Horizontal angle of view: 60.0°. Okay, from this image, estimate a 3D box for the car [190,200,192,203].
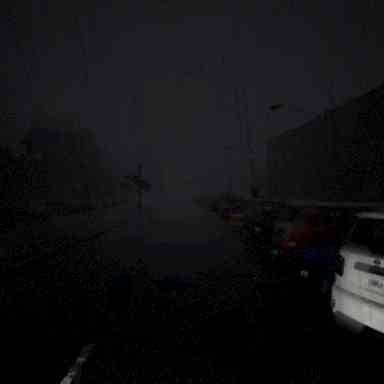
[{"bbox_3d":[2.720,1.616,65.312,4.553,1.767,2.185,1,0,-25],"label":"car"}]

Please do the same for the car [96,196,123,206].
[{"bbox_3d":[-15.381,1.655,62.139,4.553,1.767,2.185,-1,0,-25],"label":"car"}]

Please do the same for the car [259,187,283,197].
[{"bbox_3d":[19.881,-0.042,83.999,2.435,2.045,5.566,-7,4,-30],"label":"car"}]

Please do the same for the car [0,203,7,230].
[{"bbox_3d":[-13.283,1.576,17.807,5.366,1.575,1.946,-1,-1,-20],"label":"car"}]

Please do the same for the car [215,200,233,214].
[{"bbox_3d":[4.671,1.591,26.085,4.892,1.521,2.231,1,-1,-21],"label":"car"}]

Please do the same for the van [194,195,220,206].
[{"bbox_3d":[2.849,1.502,62.240,4.442,1.987,1.878,1,0,-25],"label":"van"}]

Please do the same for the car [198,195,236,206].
[{"bbox_3d":[4.119,1.407,44.189,5.566,2.045,2.435,1,0,-23],"label":"car"}]

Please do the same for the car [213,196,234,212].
[{"bbox_3d":[4.612,1.476,29.105,4.553,1.767,2.185,1,-1,-21],"label":"car"}]

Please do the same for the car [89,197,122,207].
[{"bbox_3d":[-15.328,1.767,59.098,5.366,1.575,1.946,-1,0,-24],"label":"car"}]

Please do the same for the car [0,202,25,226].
[{"bbox_3d":[-13.469,1.595,20.707,4.892,1.521,2.231,-1,0,-20],"label":"car"}]

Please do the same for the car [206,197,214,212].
[{"bbox_3d":[4.486,1.624,35.150,5.008,1.535,2.097,1,-1,-22],"label":"car"}]

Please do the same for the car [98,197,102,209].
[{"bbox_3d":[-14.051,1.562,41.437,4.553,1.767,2.185,-1,-1,-22],"label":"car"}]

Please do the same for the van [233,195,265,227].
[{"bbox_3d":[4.647,1.327,16.997,4.442,1.987,1.878,1,0,-20],"label":"van"}]

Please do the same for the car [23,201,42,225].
[{"bbox_3d":[-13.479,1.481,23.685,4.553,1.767,2.185,-1,0,-21],"label":"car"}]

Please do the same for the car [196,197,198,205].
[{"bbox_3d":[3.628,1.734,53.252,4.674,1.452,2.002,1,0,-24],"label":"car"}]

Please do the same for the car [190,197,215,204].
[{"bbox_3d":[2.298,1.800,71.286,4.792,1.488,2.163,1,-1,-26],"label":"car"}]

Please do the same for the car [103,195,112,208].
[{"bbox_3d":[-14.301,1.587,47.370,4.553,1.767,2.185,-1,0,-23],"label":"car"}]

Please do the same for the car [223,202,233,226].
[{"bbox_3d":[4.912,1.566,20.124,5.366,1.575,1.946,1,-1,-20],"label":"car"}]

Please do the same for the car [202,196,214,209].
[{"bbox_3d":[4.282,1.648,41.184,5.008,1.535,2.097,1,0,-23],"label":"car"}]

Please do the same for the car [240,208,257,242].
[{"bbox_3d":[4.785,1.572,14.040,4.792,1.488,2.163,1,-1,-20],"label":"car"}]

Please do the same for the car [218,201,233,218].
[{"bbox_3d":[4.727,1.578,23.067,5.008,1.535,2.097,1,0,-21],"label":"car"}]

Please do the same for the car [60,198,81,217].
[{"bbox_3d":[-13.716,1.677,32.549,4.792,1.488,2.163,-1,0,-21],"label":"car"}]

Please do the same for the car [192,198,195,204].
[{"bbox_3d":[3.201,1.719,59.280,4.892,1.521,2.231,1,0,-25],"label":"car"}]

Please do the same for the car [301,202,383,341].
[{"bbox_3d":[4.785,1.254,5.017,5.566,2.045,2.435,1,-1,-20],"label":"car"}]

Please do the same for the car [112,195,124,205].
[{"bbox_3d":[-14.760,1.748,56.303,5.366,1.575,1.946,-1,0,-24],"label":"car"}]

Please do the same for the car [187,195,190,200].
[{"bbox_3d":[2.243,1.748,68.226,5.366,1.575,1.946,1,0,-26],"label":"car"}]

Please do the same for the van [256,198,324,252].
[{"bbox_3d":[4.655,1.302,10.972,4.442,1.987,1.878,1,0,-20],"label":"van"}]

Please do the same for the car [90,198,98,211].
[{"bbox_3d":[-13.883,1.673,38.486,5.008,1.535,2.097,-1,0,-22],"label":"car"}]

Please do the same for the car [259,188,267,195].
[{"bbox_3d":[16.934,0.535,83.478,2.002,1.452,4.674,-7,4,-30],"label":"car"}]

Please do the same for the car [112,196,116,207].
[{"bbox_3d":[-14.505,1.767,50.315,4.674,1.452,2.002,-1,0,-23],"label":"car"}]

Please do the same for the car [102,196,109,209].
[{"bbox_3d":[-14.335,1.699,44.327,5.366,1.575,1.946,-1,0,-23],"label":"car"}]

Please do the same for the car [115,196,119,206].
[{"bbox_3d":[-14.707,1.781,53.269,4.674,1.452,2.002,-1,0,-24],"label":"car"}]

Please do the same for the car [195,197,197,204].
[{"bbox_3d":[3.413,1.746,56.269,4.674,1.452,2.002,1,-1,-24],"label":"car"}]

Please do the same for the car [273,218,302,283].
[{"bbox_3d":[4.762,1.517,8.007,5.008,1.535,2.097,1,0,-20],"label":"car"}]

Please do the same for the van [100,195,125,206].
[{"bbox_3d":[-15.578,1.567,65.127,4.442,1.987,1.878,-1,0,-25],"label":"van"}]

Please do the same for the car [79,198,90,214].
[{"bbox_3d":[-13.751,1.689,35.543,4.792,1.488,2.163,-1,-1,-22],"label":"car"}]

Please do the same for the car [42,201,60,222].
[{"bbox_3d":[-13.542,1.620,26.641,5.008,1.535,2.097,-1,0,-21],"label":"car"}]
